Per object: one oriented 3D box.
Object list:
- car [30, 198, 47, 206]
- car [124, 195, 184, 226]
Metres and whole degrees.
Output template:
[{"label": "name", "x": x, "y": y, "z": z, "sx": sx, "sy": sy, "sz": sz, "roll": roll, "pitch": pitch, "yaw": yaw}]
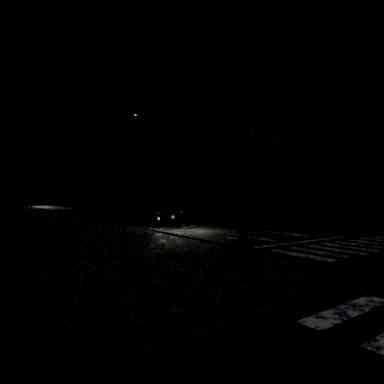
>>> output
[{"label": "car", "x": -25.000, "y": 1.574, "z": 54.206, "sx": 1.895, "sy": 1.301, "sz": 4.718, "roll": 1, "pitch": 0, "yaw": -36}, {"label": "car", "x": -2.793, "y": 1.209, "z": 23.225, "sx": 2.150, "sy": 2.045, "sz": 5.566, "roll": 1, "pitch": 0, "yaw": -36}]
